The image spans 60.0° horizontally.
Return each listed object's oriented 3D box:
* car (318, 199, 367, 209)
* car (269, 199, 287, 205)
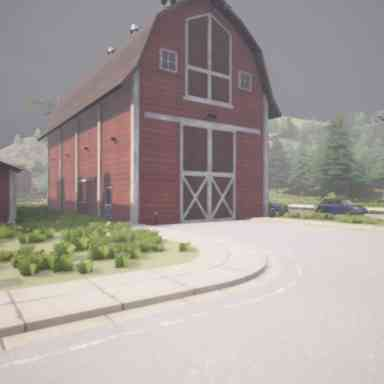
[{"bbox_3d":[14.417,1.466,32.023,2.097,1.767,4.553,0,0,-34],"label":"car"},{"bbox_3d":[9.313,1.619,39.463,1.837,1.490,4.892,0,0,-34],"label":"car"}]
